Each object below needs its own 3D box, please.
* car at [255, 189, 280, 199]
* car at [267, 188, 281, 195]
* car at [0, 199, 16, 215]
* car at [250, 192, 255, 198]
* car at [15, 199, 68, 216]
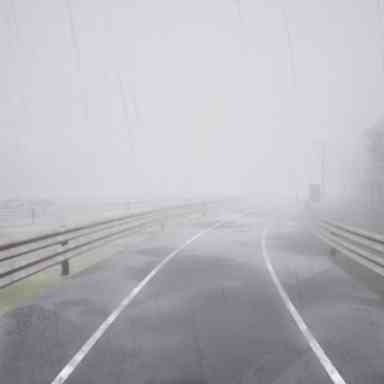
[{"bbox_3d":[16.109,0.715,71.126,2.128,1.511,4.902,1,2,41],"label":"car"},{"bbox_3d":[21.551,0.017,88.256,2.150,2.045,5.566,1,1,41],"label":"car"},{"bbox_3d":[-17.855,1.710,36.792,1.882,1.535,5.008,1,2,41],"label":"car"},{"bbox_3d":[14.751,0.640,74.923,1.812,1.442,4.674,1,2,41],"label":"car"},{"bbox_3d":[-15.223,1.615,34.482,2.097,1.767,4.553,1,2,41],"label":"car"}]
